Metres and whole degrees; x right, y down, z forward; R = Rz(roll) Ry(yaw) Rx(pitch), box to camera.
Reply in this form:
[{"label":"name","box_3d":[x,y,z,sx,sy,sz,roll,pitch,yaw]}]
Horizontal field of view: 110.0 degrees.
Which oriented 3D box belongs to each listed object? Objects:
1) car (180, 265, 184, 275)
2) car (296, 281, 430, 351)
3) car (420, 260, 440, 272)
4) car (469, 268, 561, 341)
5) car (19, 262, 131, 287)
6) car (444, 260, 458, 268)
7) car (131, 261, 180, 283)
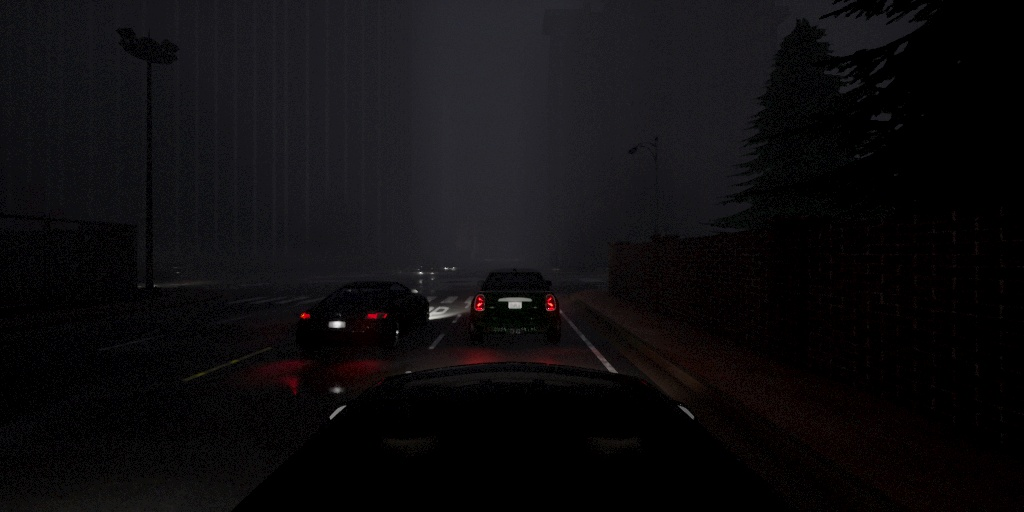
[{"label":"car","box_3d":[-30.263,1.180,29.889,4.902,1.511,2.128,0,0,0]},{"label":"car","box_3d":[-3.426,1.313,9.031,1.994,1.385,4.181,0,0,0]},{"label":"car","box_3d":[-10.617,1.243,46.639,1.837,1.490,4.892,0,1,0]},{"label":"car","box_3d":[0.075,1.100,10.012,2.097,1.767,4.553,0,0,0]},{"label":"car","box_3d":[-27.820,1.168,22.703,5.008,1.535,1.882,0,0,0]},{"label":"car","box_3d":[-10.597,1.302,62.402,1.994,1.385,4.181,0,0,0]},{"label":"car","box_3d":[-27.798,1.167,26.204,5.008,1.535,1.882,0,0,0]}]
